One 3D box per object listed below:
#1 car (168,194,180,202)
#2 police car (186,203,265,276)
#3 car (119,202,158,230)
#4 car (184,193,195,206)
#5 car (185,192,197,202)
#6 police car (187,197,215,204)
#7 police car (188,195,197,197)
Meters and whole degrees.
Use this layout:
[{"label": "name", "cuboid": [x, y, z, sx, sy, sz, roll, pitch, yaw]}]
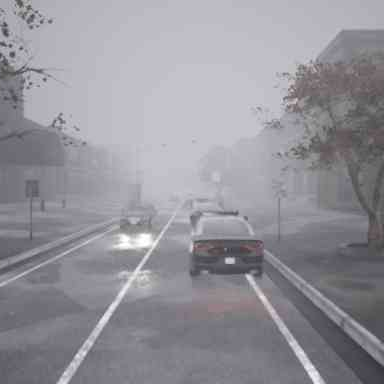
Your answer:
[{"label": "car", "cuboid": [-3.229, 1.131, 60.760, 2.033, 1.411, 5.357, 0, 1, 0]}, {"label": "police car", "cuboid": [0.869, 1.372, 10.263, 1.930, 1.638, 5.238, 0, 0, 0]}, {"label": "car", "cuboid": [-3.162, 1.385, 20.448, 2.128, 1.511, 4.902, 0, 0, 0]}, {"label": "car", "cuboid": [-0.138, 1.258, 47.302, 1.812, 1.442, 4.674, 0, 1, 0]}, {"label": "car", "cuboid": [-0.192, 0.933, 60.960, 2.097, 1.767, 4.553, 0, 1, 0]}, {"label": "police car", "cuboid": [0.837, 1.320, 20.263, 1.930, 1.638, 5.238, 0, 0, 0]}, {"label": "police car", "cuboid": [0.818, 1.289, 26.263, 1.930, 1.638, 5.238, 0, 0, 0]}]
